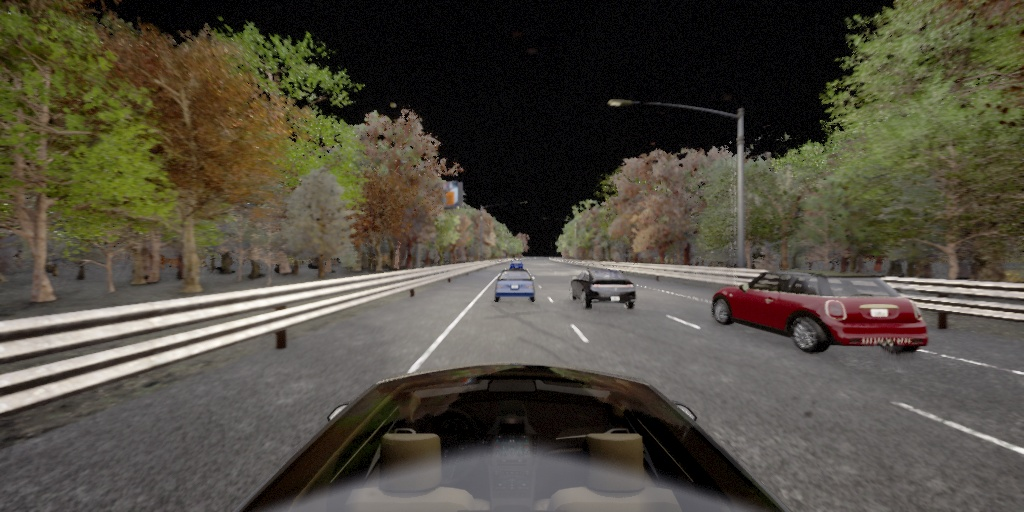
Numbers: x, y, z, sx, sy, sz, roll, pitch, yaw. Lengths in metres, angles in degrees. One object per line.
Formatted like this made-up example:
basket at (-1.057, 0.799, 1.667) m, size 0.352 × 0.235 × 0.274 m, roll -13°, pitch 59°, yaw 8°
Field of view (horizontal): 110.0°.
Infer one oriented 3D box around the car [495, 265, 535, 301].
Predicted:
car at (0.139, 1.341, 17.575) m, size 2.033 × 1.411 × 5.357 m, roll 0°, pitch 0°, yaw 1°

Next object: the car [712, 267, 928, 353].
car at (7.113, 1.128, 9.058) m, size 2.097 × 1.767 × 4.553 m, roll 0°, pitch 0°, yaw 0°

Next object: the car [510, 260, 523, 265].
car at (0.707, 1.367, 53.062) m, size 1.882 × 1.535 × 5.008 m, roll 0°, pitch 0°, yaw 1°

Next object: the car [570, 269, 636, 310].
car at (3.636, 1.282, 14.985) m, size 2.128 × 1.511 × 4.902 m, roll 0°, pitch 0°, yaw 0°
